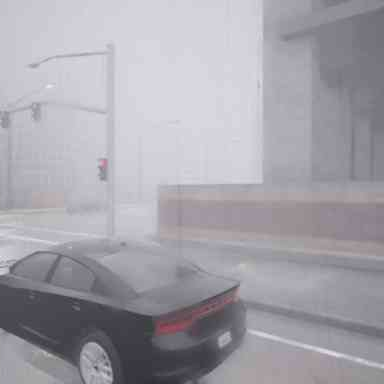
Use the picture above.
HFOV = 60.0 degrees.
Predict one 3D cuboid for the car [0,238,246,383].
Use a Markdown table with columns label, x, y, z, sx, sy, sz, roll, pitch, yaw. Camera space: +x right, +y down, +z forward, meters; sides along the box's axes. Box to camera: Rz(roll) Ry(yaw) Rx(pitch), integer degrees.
| label | x | y | z | sx | sy | sz | roll | pitch | yaw |
| --- | --- | --- | --- | --- | --- | --- | --- | --- | --- |
| car | -1.626 | 1.469 | 5.165 | 5.008 | 1.535 | 1.882 | 0 | 0 | 37 |

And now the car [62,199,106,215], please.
| label | x | y | z | sx | sy | sz | roll | pitch | yaw |
| --- | --- | --- | --- | --- | --- | --- | --- | --- | --- |
| car | -10.679 | 1.433 | 33.656 | 2.128 | 1.511 | 4.902 | 0 | 0 | 36 |
